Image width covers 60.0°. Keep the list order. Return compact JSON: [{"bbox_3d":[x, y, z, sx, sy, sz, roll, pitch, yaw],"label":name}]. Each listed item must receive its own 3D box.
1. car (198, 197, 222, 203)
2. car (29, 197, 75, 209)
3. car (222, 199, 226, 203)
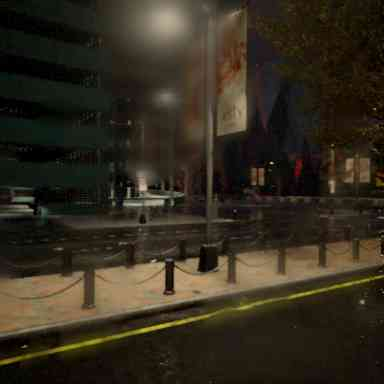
[{"bbox_3d":[3.807,1.826,76.011,4.718,1.301,1.895,0,0,41],"label":"car"},{"bbox_3d":[-14.900,1.263,35.715,4.674,1.452,2.002,1,0,-32],"label":"car"},{"bbox_3d":[5.397,1.795,79.214,5.357,1.411,2.033,0,0,41],"label":"car"}]
